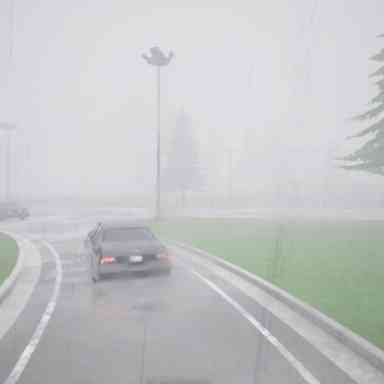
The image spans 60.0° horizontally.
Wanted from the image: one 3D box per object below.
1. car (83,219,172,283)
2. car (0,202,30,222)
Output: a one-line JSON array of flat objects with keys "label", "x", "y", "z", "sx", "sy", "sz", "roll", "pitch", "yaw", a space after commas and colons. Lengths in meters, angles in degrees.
[{"label": "car", "x": -2.089, "y": 1.515, "z": 9.720, "sx": 2.033, "sy": 1.411, "sz": 5.357, "roll": 0, "pitch": 0, "yaw": -20}, {"label": "car", "x": -14.708, "y": 1.464, "z": 25.750, "sx": 5.357, "sy": 1.411, "sz": 2.033, "roll": 0, "pitch": 0, "yaw": 35}]
